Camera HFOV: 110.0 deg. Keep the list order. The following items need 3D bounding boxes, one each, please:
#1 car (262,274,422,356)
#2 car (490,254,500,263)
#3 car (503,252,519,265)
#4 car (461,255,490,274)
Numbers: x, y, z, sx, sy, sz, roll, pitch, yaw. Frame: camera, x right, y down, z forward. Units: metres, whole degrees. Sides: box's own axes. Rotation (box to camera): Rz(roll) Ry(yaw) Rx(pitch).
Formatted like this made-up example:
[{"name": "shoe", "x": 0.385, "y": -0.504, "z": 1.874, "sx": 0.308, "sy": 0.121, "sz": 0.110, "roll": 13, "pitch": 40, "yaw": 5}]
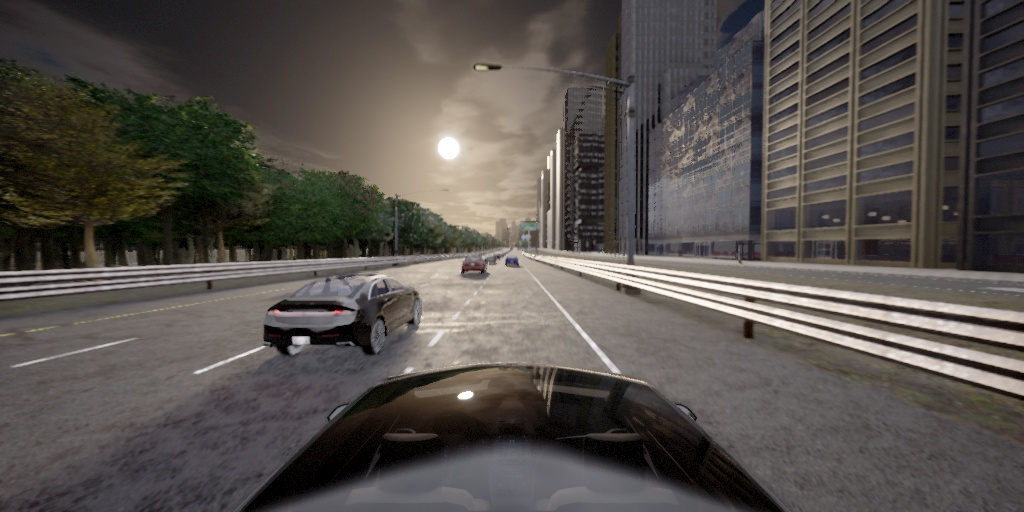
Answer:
[{"name": "car", "x": -3.499, "y": 1.159, "z": 8.370, "sx": 2.128, "sy": 1.511, "sz": 4.902, "roll": 0, "pitch": 1, "yaw": 0}, {"name": "car", "x": -3.672, "y": 0.515, "z": 62.757, "sx": 2.128, "sy": 1.511, "sz": 4.902, "roll": 0, "pitch": 1, "yaw": 0}, {"name": "car", "x": -0.025, "y": 0.594, "z": 54.795, "sx": 1.882, "sy": 1.535, "sz": 5.008, "roll": 0, "pitch": 1, "yaw": 0}, {"name": "car", "x": -3.545, "y": 0.710, "z": 34.290, "sx": 2.097, "sy": 1.767, "sz": 4.553, "roll": 0, "pitch": 1, "yaw": 0}]
